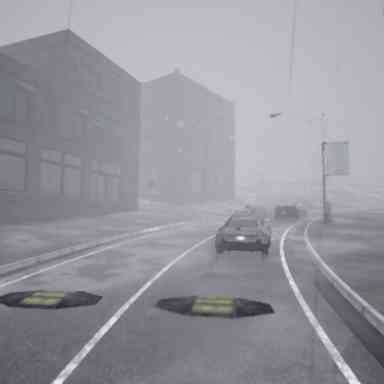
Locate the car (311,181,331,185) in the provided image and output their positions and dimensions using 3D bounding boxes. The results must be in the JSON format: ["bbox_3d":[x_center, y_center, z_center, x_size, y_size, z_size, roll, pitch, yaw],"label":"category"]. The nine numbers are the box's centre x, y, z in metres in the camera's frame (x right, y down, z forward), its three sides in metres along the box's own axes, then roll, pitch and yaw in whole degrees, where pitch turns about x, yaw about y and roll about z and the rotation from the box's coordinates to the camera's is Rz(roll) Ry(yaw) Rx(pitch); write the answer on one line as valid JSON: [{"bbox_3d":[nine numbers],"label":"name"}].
[{"bbox_3d":[29.919,-1.819,79.442,4.674,1.452,2.002,1,-5,-12],"label":"car"}]

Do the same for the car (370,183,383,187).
[{"bbox_3d":[46.172,-1.390,83.665,4.792,1.488,2.163,2,-5,-16],"label":"car"}]

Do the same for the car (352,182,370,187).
[{"bbox_3d":[40.665,-1.705,82.113,4.553,1.767,2.185,2,-5,-14],"label":"car"}]

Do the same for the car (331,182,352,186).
[{"bbox_3d":[35.318,-1.723,80.720,5.008,1.535,2.097,1,-5,-13],"label":"car"}]

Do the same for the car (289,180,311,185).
[{"bbox_3d":[24.495,-1.979,78.286,4.892,1.521,2.231,1,-5,-11],"label":"car"}]

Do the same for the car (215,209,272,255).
[{"bbox_3d":[2.194,1.586,13.557,1.994,1.385,4.181,-1,0,14],"label":"car"}]

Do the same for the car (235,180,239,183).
[{"bbox_3d":[8.335,-2.359,75.168,4.553,1.767,2.185,1,-5,-11],"label":"car"}]

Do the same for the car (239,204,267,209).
[{"bbox_3d":[5.300,1.781,30.560,1.895,1.301,4.718,-2,-2,31],"label":"car"}]

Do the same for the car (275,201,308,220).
[{"bbox_3d":[8.667,1.525,28.939,1.882,1.535,5.008,-3,-2,30],"label":"car"}]

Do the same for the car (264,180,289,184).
[{"bbox_3d":[19.077,-2.073,77.232,4.892,1.521,2.231,1,-5,-11],"label":"car"}]
